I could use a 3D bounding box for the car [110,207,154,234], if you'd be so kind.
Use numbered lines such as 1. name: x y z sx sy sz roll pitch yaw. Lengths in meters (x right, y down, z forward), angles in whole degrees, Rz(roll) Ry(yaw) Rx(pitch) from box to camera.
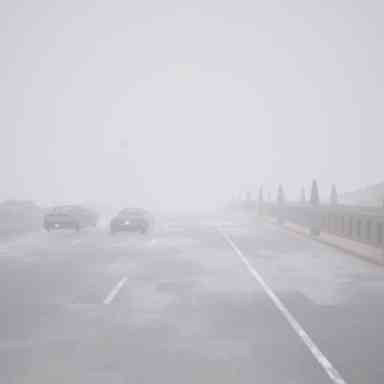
1. car: -3.399 1.583 19.410 1.994 1.385 4.181 0 0 0

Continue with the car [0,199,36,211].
1. car: -14.091 1.379 26.519 2.097 1.767 4.553 0 0 0

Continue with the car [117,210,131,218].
1. car: -13.994 4.533 68.795 1.895 1.301 4.718 0 -7 0

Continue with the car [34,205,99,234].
1. car: -6.898 1.511 19.437 2.128 1.511 4.902 0 0 0
